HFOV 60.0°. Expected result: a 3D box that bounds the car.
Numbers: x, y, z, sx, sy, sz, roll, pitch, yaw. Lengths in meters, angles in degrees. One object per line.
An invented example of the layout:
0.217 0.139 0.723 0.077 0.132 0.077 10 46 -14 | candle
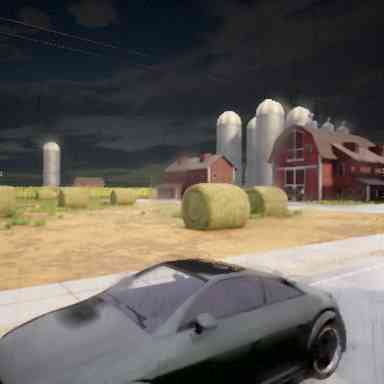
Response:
-0.043 1.567 3.959 4.181 1.385 1.994 0 0 -35 | car
